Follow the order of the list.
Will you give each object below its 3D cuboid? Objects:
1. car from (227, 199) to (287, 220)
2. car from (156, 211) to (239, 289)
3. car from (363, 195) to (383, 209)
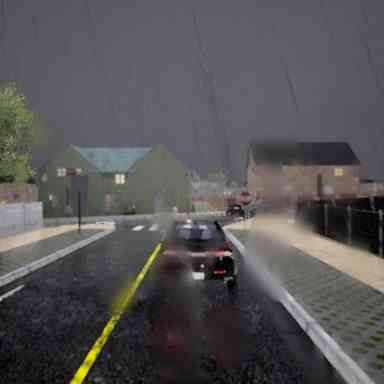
[{"bbox_3d":[4.966,1.305,25.387,4.902,1.511,2.128,-2,-2,-25],"label":"car"},{"bbox_3d":[0.104,1.514,9.250,2.128,1.511,4.902,0,0,0],"label":"car"},{"bbox_3d":[15.656,1.001,28.485,5.357,1.411,2.033,-2,-1,0],"label":"car"}]
